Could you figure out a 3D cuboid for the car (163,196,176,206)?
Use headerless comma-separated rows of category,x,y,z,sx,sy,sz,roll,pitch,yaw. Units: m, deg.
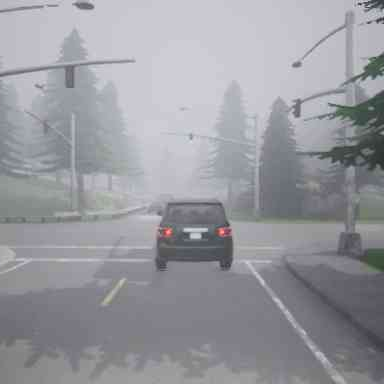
car,-3.868,1.442,55.751,1.837,1.490,4.892,0,0,-8

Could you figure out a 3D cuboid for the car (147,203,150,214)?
car,-3.590,1.561,35.413,1.895,1.301,4.718,0,0,0

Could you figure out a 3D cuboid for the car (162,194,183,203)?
car,-3.909,1.278,66.084,2.097,1.767,4.553,0,0,-35

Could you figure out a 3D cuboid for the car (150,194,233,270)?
car,-0.021,1.208,11.114,2.150,2.045,5.566,0,0,-2
